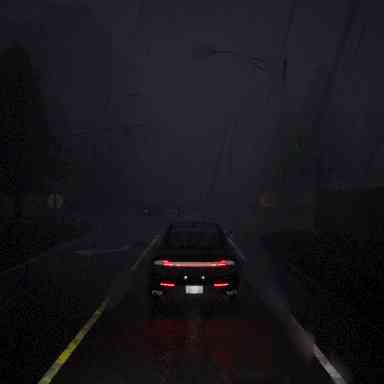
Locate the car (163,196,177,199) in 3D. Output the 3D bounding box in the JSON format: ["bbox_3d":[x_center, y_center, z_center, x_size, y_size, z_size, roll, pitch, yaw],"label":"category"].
[{"bbox_3d":[-3.524,1.526,46.841,1.812,1.442,4.674,0,0,0],"label":"car"}]

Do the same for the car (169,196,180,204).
[{"bbox_3d":[-3.445,1.564,66.101,1.994,1.385,4.181,0,0,1],"label":"car"}]

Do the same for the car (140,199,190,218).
[{"bbox_3d":[-2.574,1.560,29.385,1.994,1.385,4.181,0,0,41],"label":"car"}]

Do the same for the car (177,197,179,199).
[{"bbox_3d":[-3.513,1.478,56.130,1.882,1.535,5.008,0,0,0],"label":"car"}]

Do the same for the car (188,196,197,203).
[{"bbox_3d":[0.091,1.491,69.472,2.128,1.511,4.902,0,0,0],"label":"car"}]

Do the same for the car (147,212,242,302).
[{"bbox_3d":[0.065,1.492,8.242,2.128,1.511,4.902,0,0,1],"label":"car"}]
